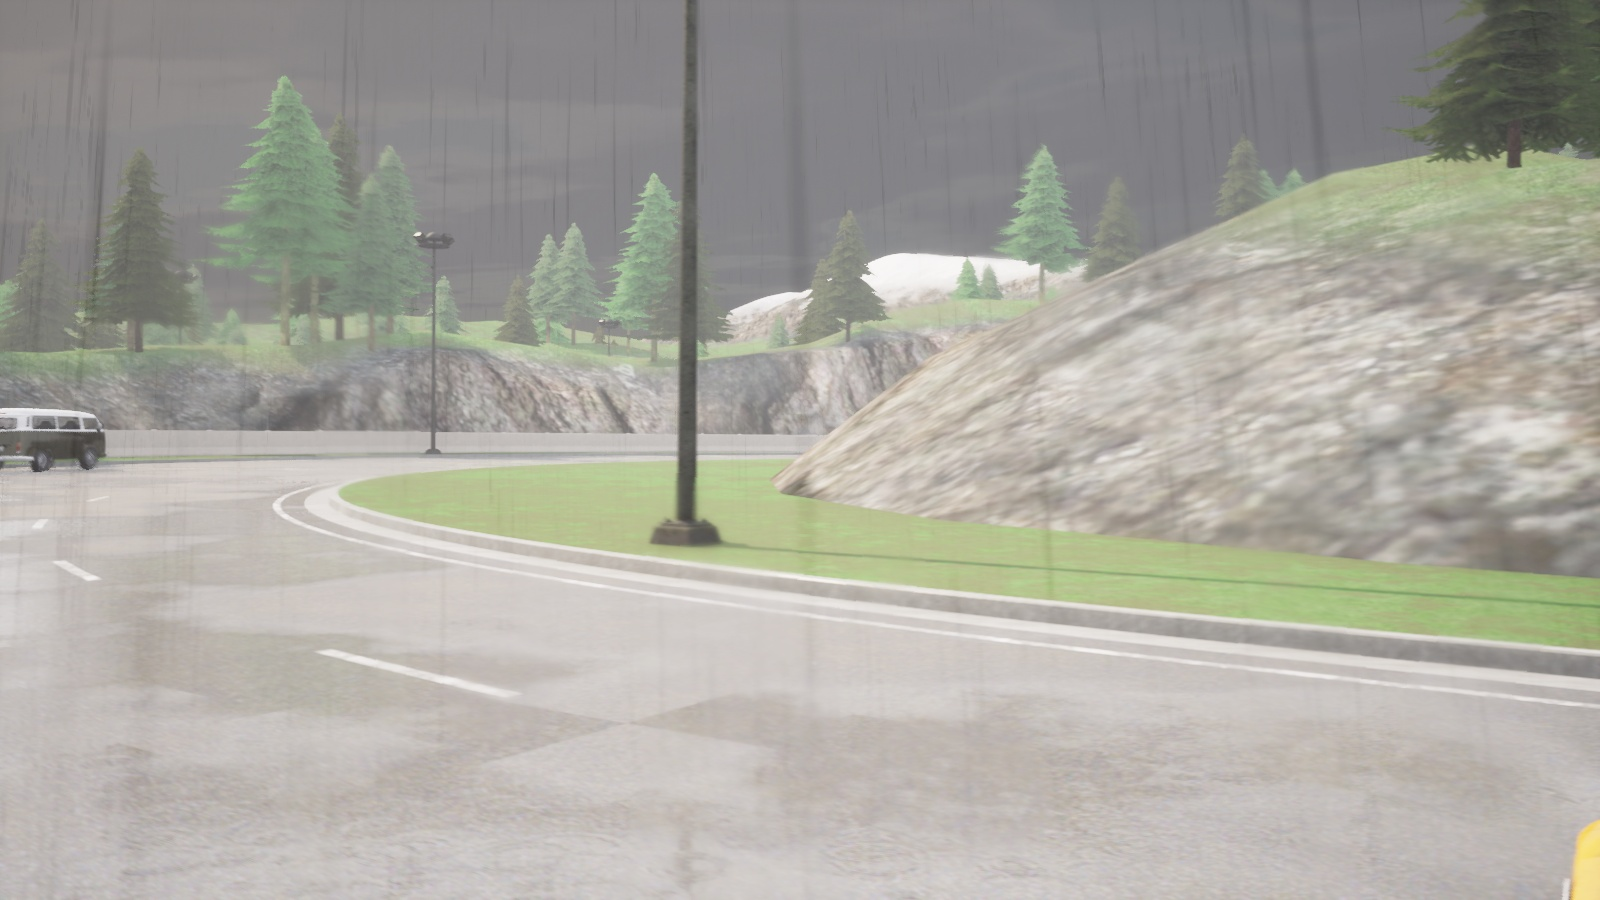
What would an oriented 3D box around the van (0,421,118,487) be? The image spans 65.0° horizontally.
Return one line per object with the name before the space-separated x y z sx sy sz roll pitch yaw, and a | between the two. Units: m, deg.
van | -24.844 0.118 41.373 2.069 2.038 4.480 -1 1 4
